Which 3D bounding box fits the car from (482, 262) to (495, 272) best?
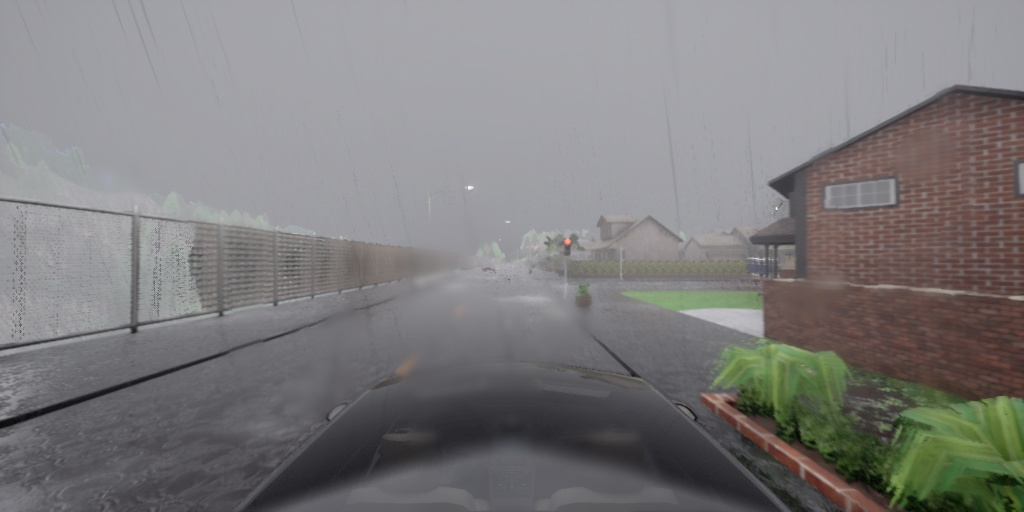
[{"bbox_3d":[-4.001,1.873,61.387,2.097,1.767,4.553,0,-1,0],"label":"car"}]
